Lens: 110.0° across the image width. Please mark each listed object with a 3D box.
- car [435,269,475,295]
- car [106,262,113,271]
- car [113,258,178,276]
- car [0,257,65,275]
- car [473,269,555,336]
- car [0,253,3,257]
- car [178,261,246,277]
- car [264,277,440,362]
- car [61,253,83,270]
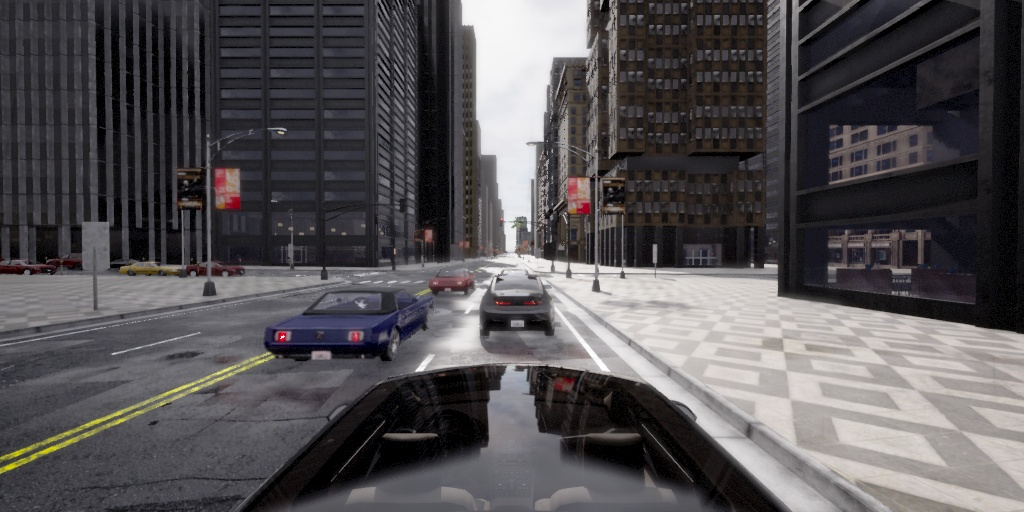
[{"bbox_3d":[-3.106,1.343,19.651,1.895,1.301,4.718,0,0,0],"label":"car"},{"bbox_3d":[-42.863,0.926,39.950,4.313,1.339,1.948,0,0,0],"label":"car"},{"bbox_3d":[-31.417,1.084,31.463,4.829,1.417,1.751,0,0,0],"label":"car"},{"bbox_3d":[-42.836,1.008,31.425,4.507,1.381,1.888,0,0,0],"label":"car"},{"bbox_3d":[0.123,1.252,10.362,1.837,1.490,4.892,0,0,0],"label":"car"},{"bbox_3d":[-48.462,0.727,31.406,5.009,1.841,2.192,0,0,0],"label":"car"},{"bbox_3d":[-25.962,1.149,31.482,4.507,1.381,1.888,0,0,0],"label":"car"},{"bbox_3d":[-3.133,1.349,8.137,1.895,1.301,4.718,0,0,0],"label":"car"},{"bbox_3d":[-48.488,0.624,39.931,5.009,1.841,2.192,0,0,0],"label":"car"}]
